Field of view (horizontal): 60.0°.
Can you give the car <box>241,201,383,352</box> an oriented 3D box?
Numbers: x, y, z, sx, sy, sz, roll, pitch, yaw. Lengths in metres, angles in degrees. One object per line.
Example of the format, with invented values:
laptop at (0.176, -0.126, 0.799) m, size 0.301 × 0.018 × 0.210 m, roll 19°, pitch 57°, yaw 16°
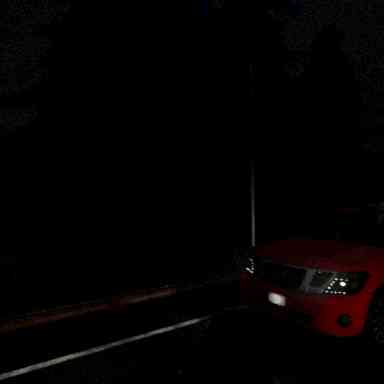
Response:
car at (3.483, 1.220, 6.536) m, size 5.566 × 2.045 × 2.150 m, roll 0°, pitch 0°, yaw -36°
